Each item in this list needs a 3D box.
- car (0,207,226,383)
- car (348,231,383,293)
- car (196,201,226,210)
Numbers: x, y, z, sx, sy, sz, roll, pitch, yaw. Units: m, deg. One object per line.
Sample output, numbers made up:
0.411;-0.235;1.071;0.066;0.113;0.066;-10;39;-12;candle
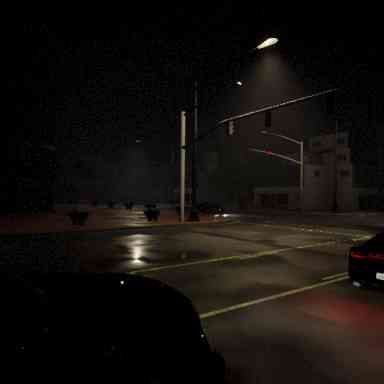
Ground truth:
-2.361;1.222;2.060;5.566;2.045;2.150;0;0;-36;car
5.718;1.498;7.862;5.008;1.535;1.882;0;0;-35;car
1.757;1.656;36.105;1.994;1.385;4.181;1;-1;-35;car
